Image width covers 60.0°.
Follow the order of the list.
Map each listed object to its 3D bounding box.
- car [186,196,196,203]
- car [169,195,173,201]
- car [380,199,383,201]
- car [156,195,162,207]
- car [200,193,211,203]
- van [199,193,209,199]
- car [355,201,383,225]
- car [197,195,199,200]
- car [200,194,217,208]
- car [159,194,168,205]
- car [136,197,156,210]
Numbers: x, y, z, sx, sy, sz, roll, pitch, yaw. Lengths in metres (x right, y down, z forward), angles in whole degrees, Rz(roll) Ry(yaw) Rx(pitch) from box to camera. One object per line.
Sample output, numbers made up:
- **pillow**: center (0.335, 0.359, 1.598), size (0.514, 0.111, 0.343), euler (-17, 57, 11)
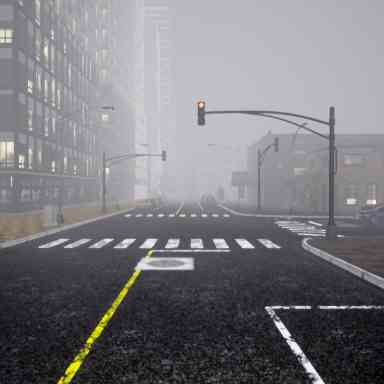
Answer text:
- **car**: center (-0.229, 1.509, 69.674), size (2.128, 1.511, 4.902), euler (0, 0, 0)
- **car**: center (-5.955, 1.509, 86.869), size (1.752, 1.417, 4.829), euler (-1, 0, 0)
- **car**: center (16.438, 1.415, 27.260), size (5.009, 1.841, 2.192), euler (1, 0, 1)
- **car**: center (-5.824, 1.555, 47.529), size (1.947, 1.339, 4.313), euler (-1, 0, 0)
- **car**: center (2.865, 1.212, 73.442), size (2.150, 2.045, 5.566), euler (0, 0, 0)
- **van**: center (2.501, 1.329, 53.147), size (1.690, 1.788, 3.998), euler (-1, 0, 0)
- **car**: center (14.610, 1.649, 24.680), size (4.674, 1.442, 1.812), euler (1, 1, 0)
- **car**: center (2.482, 1.302, 58.791), size (2.192, 1.841, 5.009), euler (-1, 0, 0)
- **car**: center (2.521, 1.429, 47.503), size (1.967, 1.590, 4.097), euler (-1, 0, 0)
- **car**: center (-5.861, 1.553, 58.819), size (1.947, 1.339, 4.313), euler (-1, 0, 0)
- **car**: center (-5.976, 1.515, 41.715), size (1.752, 1.417, 4.829), euler (-1, 0, 0)
